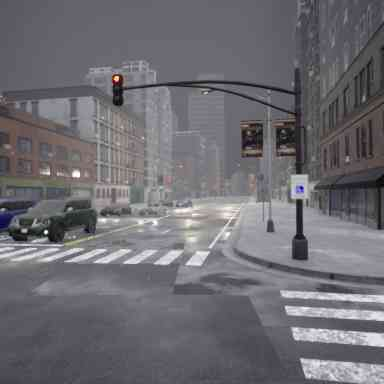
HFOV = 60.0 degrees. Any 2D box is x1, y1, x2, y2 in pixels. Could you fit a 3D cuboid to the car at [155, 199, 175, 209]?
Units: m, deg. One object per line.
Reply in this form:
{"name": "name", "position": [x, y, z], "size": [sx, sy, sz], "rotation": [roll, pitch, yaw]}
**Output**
{"name": "car", "position": [-4.118, 1.859, 51.354], "size": [1.895, 1.301, 4.718], "rotation": [-1, 0, 11]}

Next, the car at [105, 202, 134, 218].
{"name": "car", "position": [-7.363, 1.749, 33.522], "size": [2.033, 1.411, 5.357], "rotation": [-1, 0, 10]}

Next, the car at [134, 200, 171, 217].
{"name": "car", "position": [-3.963, 1.764, 34.082], "size": [1.895, 1.301, 4.718], "rotation": [-1, 0, 10]}

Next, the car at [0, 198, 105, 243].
{"name": "car", "position": [-6.942, 1.354, 17.424], "size": [2.150, 2.045, 5.566], "rotation": [-1, 0, 10]}

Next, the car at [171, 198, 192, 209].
{"name": "car", "position": [-1.183, 1.703, 49.373], "size": [2.128, 1.511, 4.902], "rotation": [-1, 0, 11]}

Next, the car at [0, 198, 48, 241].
{"name": "car", "position": [-10.255, 1.395, 17.493], "size": [2.150, 2.045, 5.566], "rotation": [-1, 0, 11]}
